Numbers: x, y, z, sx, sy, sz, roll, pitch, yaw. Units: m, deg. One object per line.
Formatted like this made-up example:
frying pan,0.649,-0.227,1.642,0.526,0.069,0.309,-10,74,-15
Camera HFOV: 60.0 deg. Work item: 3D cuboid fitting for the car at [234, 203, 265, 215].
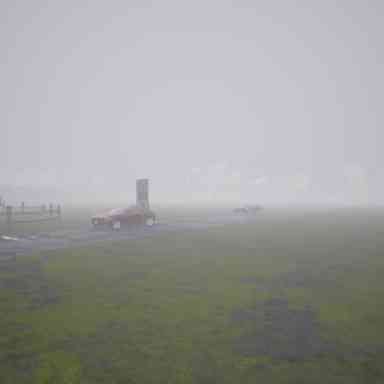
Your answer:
car,6.675,1.973,38.721,1.895,1.301,4.718,-1,-1,35

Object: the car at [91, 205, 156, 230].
car,-4.588,1.658,22.845,1.882,1.535,5.008,-1,-1,35
